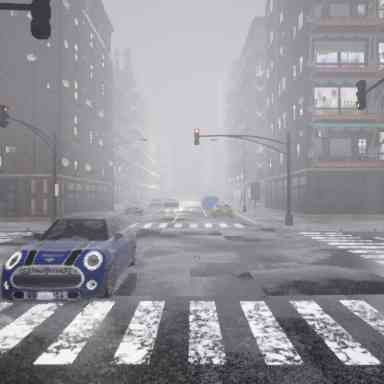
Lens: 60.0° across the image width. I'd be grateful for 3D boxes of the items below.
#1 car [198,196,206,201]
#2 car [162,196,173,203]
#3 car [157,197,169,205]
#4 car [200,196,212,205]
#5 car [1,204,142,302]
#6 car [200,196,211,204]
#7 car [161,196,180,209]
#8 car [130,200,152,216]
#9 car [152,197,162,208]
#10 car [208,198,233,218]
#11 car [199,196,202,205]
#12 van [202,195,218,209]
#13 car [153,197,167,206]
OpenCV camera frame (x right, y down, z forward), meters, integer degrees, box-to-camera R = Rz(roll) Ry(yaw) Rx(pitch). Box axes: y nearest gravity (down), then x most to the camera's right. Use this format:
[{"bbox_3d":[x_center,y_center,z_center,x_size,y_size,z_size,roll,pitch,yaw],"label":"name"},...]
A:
[{"bbox_3d":[2.587,1.627,83.680,1.887,1.381,4.507,1,0,0],"label":"car"},{"bbox_3d":[-5.295,1.612,72.318,2.008,1.369,4.403,1,0,0],"label":"car"},{"bbox_3d":[-5.297,1.627,61.002,1.802,1.307,4.206,1,0,0],"label":"car"},{"bbox_3d":[2.585,1.485,61.056,1.967,1.590,4.097,1,0,0],"label":"car"},{"bbox_3d":[-2.748,1.353,8.474,2.097,1.767,4.553,0,0,0],"label":"car"},{"bbox_3d":[2.585,1.604,66.712,2.008,1.369,4.403,1,0,0],"label":"car"},{"bbox_3d":[-2.742,1.584,45.750,1.994,1.385,4.181,0,0,0],"label":"car"},{"bbox_3d":[-5.430,1.565,32.713,2.008,1.369,4.403,1,0,0],"label":"car"},{"bbox_3d":[-5.298,1.613,49.686,1.802,1.307,4.206,1,0,0],"label":"car"},{"bbox_3d":[2.709,1.537,30.256,1.752,1.417,4.829,1,0,0],"label":"car"},{"bbox_3d":[2.585,1.347,49.744,2.192,1.841,5.009,1,0,0],"label":"car"},{"bbox_3d":[2.616,1.366,44.090,1.690,1.788,3.998,1,0,0],"label":"van"},{"bbox_3d":[-5.297,1.563,55.174,1.752,1.417,4.829,1,0,0],"label":"car"}]
